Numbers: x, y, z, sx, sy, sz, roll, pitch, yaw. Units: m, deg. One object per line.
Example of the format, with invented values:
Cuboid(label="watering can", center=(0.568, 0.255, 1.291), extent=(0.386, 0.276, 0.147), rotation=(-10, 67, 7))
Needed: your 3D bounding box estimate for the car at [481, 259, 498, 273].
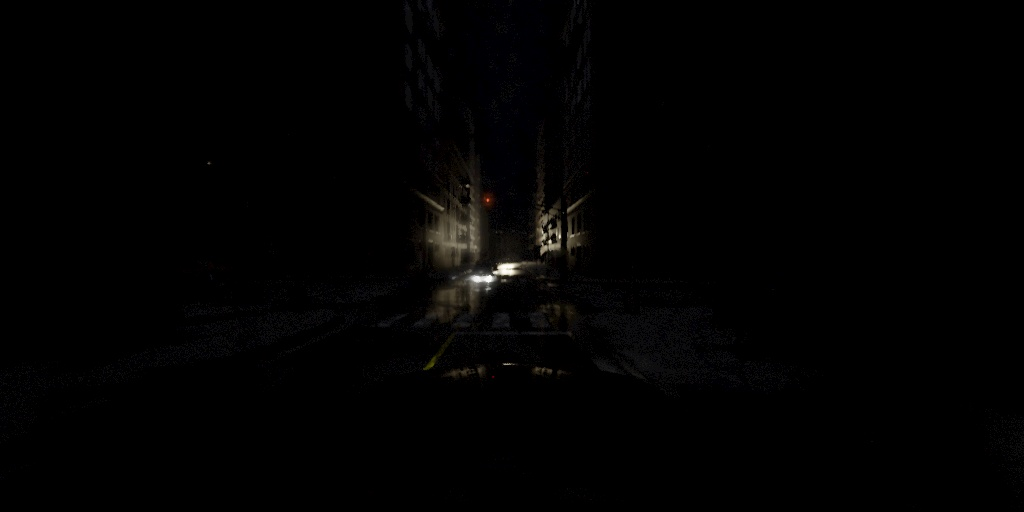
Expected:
Cuboid(label="car", center=(-2.792, 1.175, 45.860), extent=(1.882, 1.535, 5.008), rotation=(0, 1, 0))

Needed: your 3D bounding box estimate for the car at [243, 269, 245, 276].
Cuboid(label="car", center=(-20.568, 0.910, 23.801), extent=(4.829, 1.417, 1.751), rotation=(0, 0, 0))

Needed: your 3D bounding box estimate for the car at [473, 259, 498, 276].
Cuboid(label="car", center=(-2.842, 1.215, 36.240), extent=(2.128, 1.511, 4.902), rotation=(0, 1, 0))

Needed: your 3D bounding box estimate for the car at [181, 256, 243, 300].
Cuboid(label="car", center=(-14.899, 0.848, 15.294), extent=(5.009, 1.841, 2.192), rotation=(0, 0, 0))
